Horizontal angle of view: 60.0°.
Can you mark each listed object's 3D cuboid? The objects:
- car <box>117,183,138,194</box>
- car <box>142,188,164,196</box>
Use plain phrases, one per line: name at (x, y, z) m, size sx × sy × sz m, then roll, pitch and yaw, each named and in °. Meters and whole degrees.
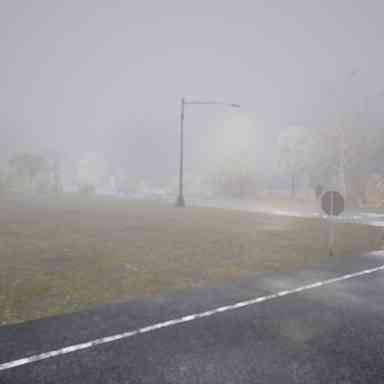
car at (-12.412, -0.659, 63.633) m, size 2.150 × 2.045 × 5.566 m, roll 1°, pitch 1°, yaw -36°
car at (-6.589, 0.042, 55.514) m, size 1.895 × 1.301 × 4.718 m, roll 1°, pitch 1°, yaw -36°
